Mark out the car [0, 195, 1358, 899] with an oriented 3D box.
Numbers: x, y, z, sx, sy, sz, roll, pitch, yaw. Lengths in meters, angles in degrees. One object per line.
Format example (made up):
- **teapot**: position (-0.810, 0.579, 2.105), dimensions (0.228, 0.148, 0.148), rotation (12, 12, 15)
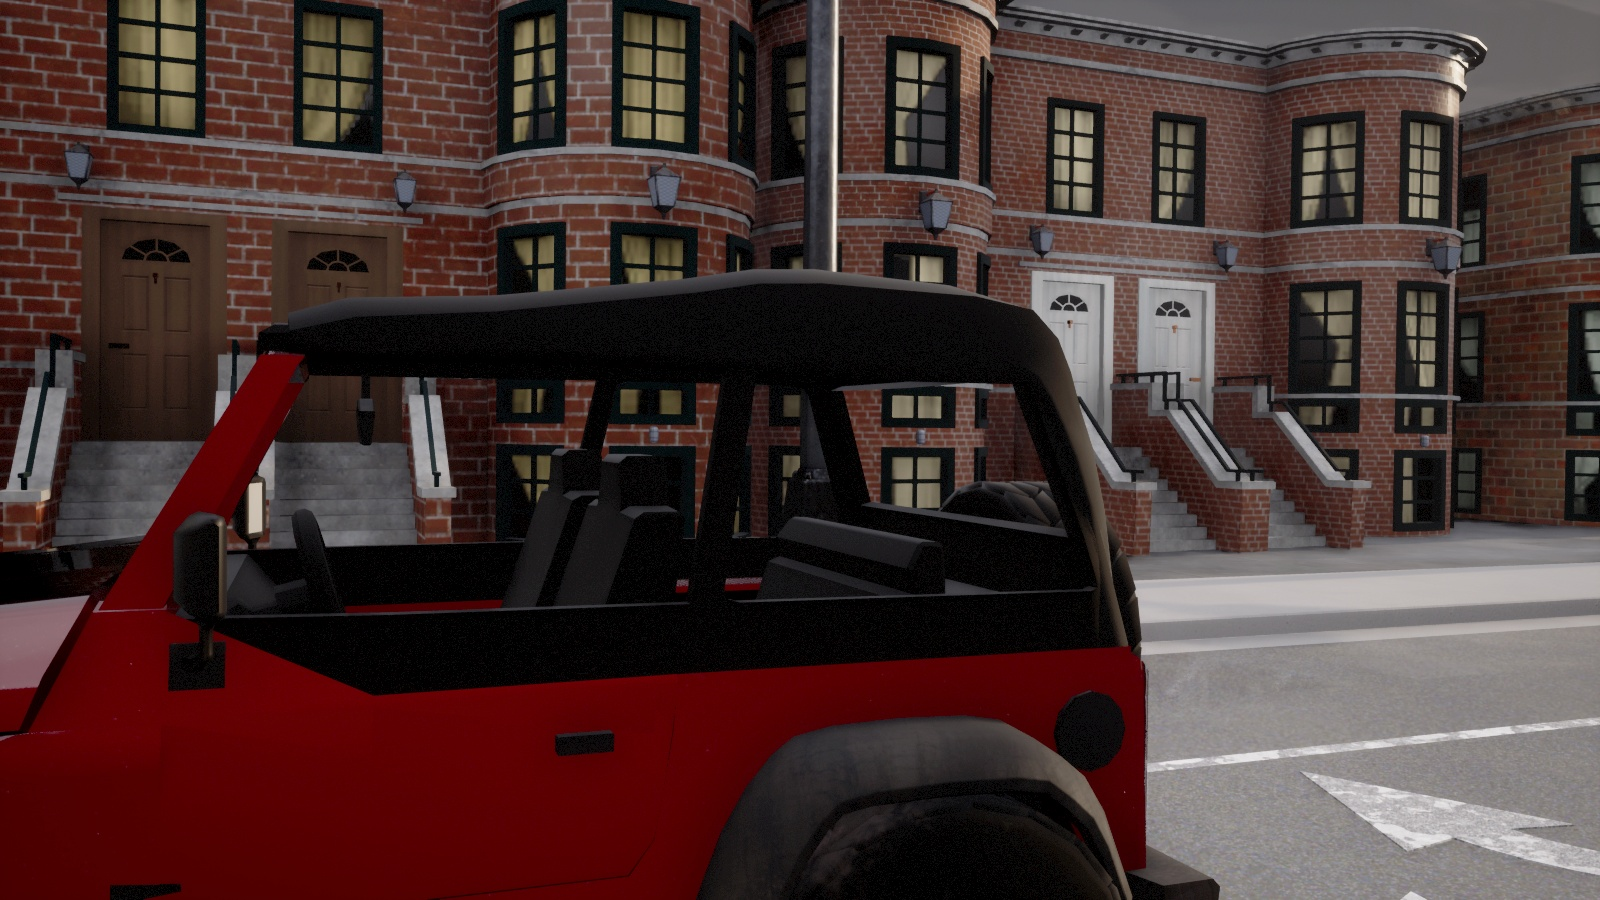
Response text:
- **car**: position (-0.955, 0.557, 2.881), dimensions (3.866, 1.878, 1.905), rotation (-1, 1, -21)
